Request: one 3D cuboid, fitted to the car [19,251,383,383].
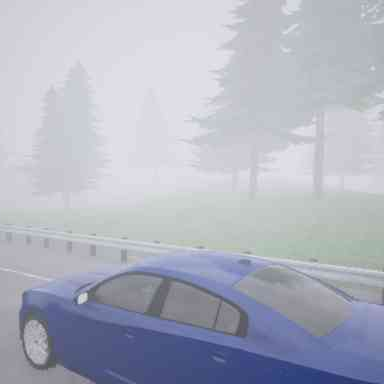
[{"bbox_3d":[-0.114,1.477,3.989,5.008,1.535,1.882,0,0,35],"label":"car"}]
